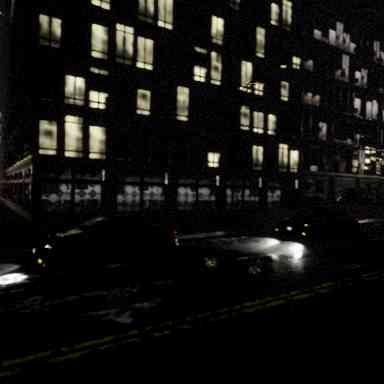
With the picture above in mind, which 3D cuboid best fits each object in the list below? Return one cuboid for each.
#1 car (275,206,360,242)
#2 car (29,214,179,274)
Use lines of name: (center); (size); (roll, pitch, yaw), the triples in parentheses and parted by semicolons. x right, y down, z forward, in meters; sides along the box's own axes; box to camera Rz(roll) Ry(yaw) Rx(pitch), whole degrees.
car: (5.805, 1.368, 15.234); (4.181, 1.385, 1.994); (0, 1, -34)
car: (-2.468, 1.362, 9.833); (4.181, 1.385, 1.994); (0, 1, -33)
